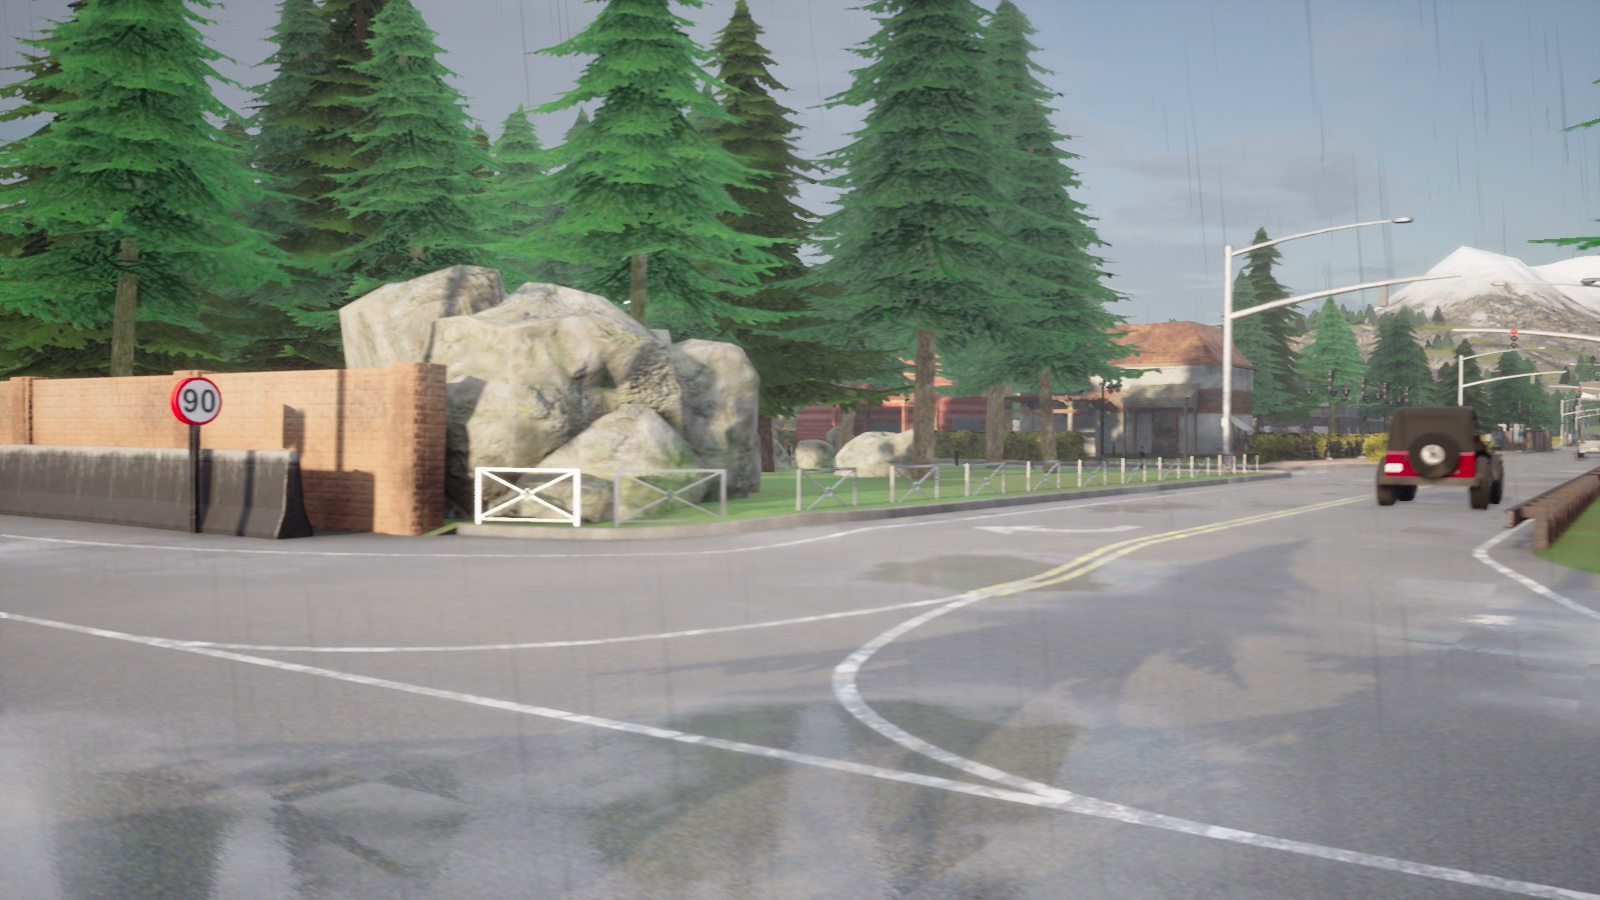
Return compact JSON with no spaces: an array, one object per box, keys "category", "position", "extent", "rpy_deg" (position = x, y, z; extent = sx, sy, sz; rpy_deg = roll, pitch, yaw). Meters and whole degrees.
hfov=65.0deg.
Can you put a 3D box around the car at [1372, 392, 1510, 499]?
[{"category":"car","position":[12.473,-0.110,24.327],"extent":[1.905,1.878,3.866],"rpy_deg":[0,1,34]}]
